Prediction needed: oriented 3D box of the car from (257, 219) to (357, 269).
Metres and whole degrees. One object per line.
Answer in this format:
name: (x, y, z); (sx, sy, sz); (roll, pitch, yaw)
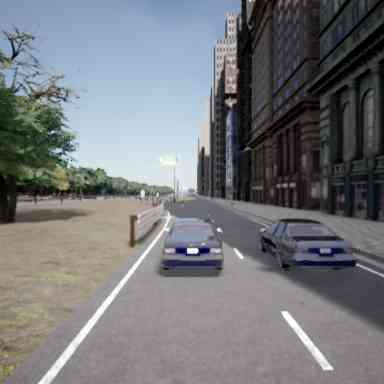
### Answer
car: (3.539, 1.608, 11.273); (2.033, 1.411, 5.357); (0, 0, 1)

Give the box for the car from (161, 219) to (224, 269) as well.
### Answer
car: (0.040, 1.608, 11.286); (2.033, 1.411, 5.357); (0, 0, 1)
